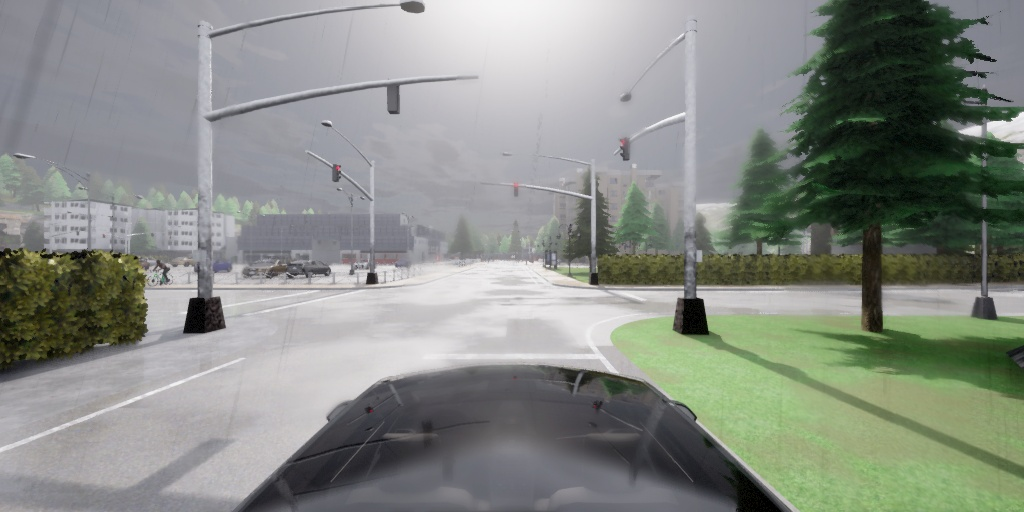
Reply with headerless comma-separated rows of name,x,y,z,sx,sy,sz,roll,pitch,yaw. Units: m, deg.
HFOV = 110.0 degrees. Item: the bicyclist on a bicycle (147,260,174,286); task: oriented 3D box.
bicyclist on a bicycle,-21.761,1.051,22.213,0.582,1.620,1.656,0,0,1
